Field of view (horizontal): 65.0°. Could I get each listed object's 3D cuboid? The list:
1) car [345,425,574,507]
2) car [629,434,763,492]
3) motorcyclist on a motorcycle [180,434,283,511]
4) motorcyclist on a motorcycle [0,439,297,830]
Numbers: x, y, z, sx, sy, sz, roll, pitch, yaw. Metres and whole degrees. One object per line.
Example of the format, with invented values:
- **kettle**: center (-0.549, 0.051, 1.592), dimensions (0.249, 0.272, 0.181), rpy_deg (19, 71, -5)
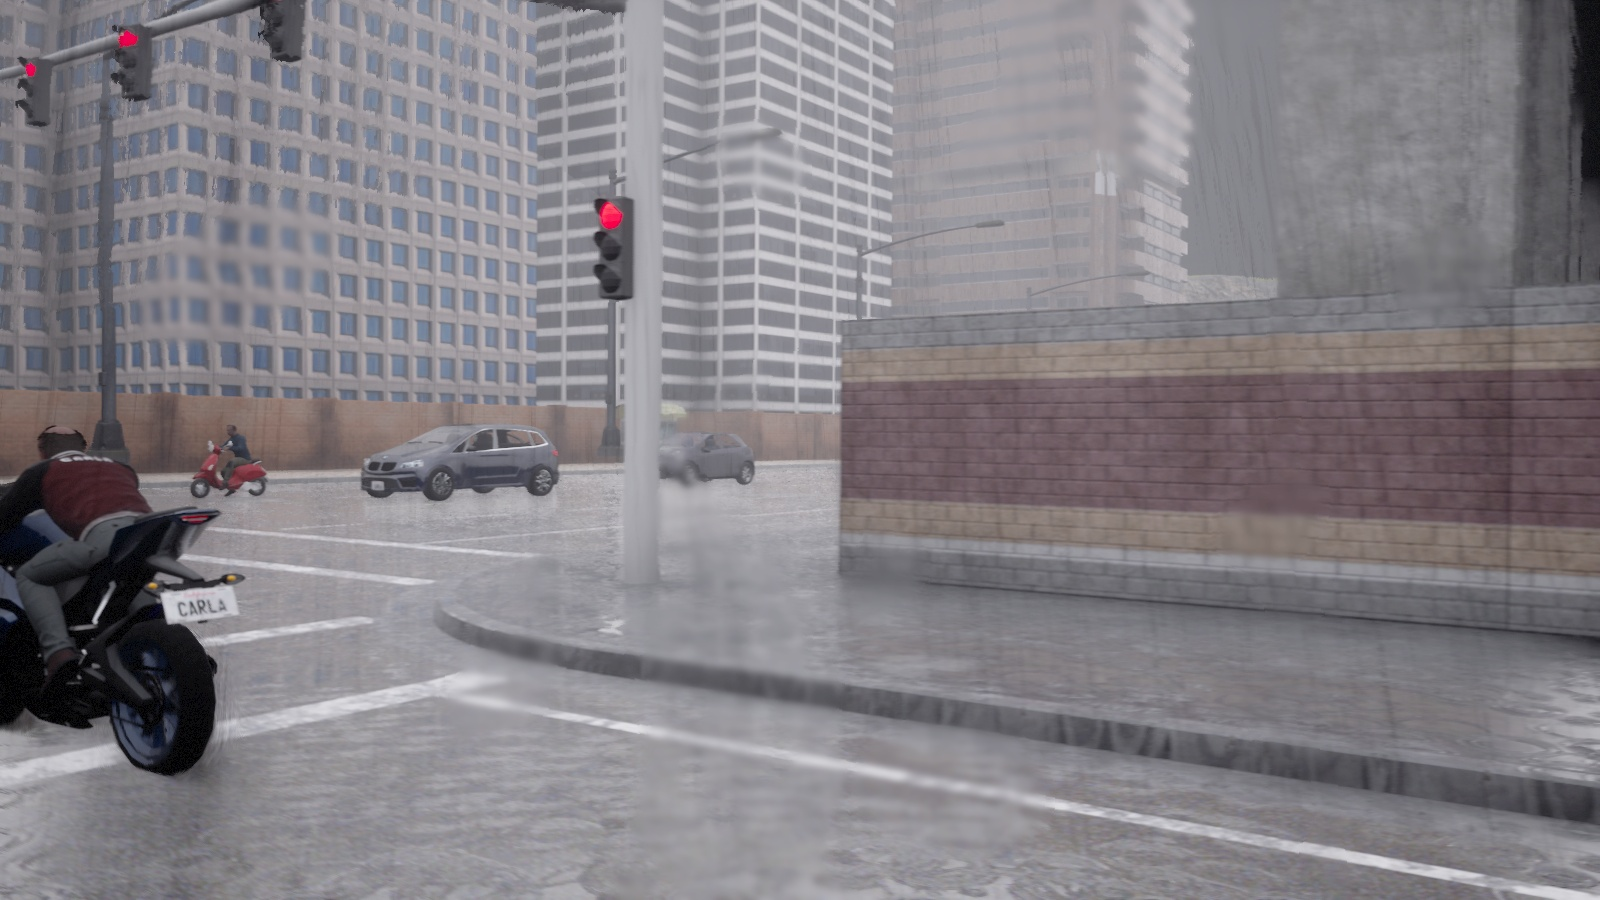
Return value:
- **car**: center (-7.530, 0.293, 28.192), dimensions (2.242, 1.667, 4.611), rpy_deg (0, 1, 34)
- **car**: center (-2.859, 0.326, 35.084), dimensions (1.845, 1.501, 3.633), rpy_deg (0, 1, 34)
- **motorcyclist on a motorcycle**: center (-12.342, 0.463, 27.312), dimensions (0.866, 1.590, 1.817), rpy_deg (0, 1, 34)
- **motorcyclist on a motorcycle**: center (-3.433, 0.726, 5.905), dimensions (2.191, 1.530, 0.866), rpy_deg (0, 1, 34)
